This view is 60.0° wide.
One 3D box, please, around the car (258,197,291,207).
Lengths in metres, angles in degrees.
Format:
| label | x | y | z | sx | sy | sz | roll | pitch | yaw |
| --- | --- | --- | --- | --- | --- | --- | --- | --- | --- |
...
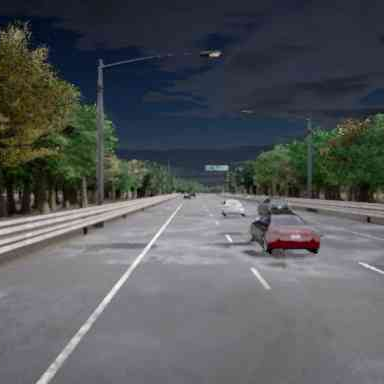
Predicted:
| label | x | y | z | sx | sy | sz | roll | pitch | yaw |
| --- | --- | --- | --- | --- | --- | --- | --- | --- | --- |
| car | 7.103 | 1.252 | 29.002 | 2.097 | 1.767 | 4.553 | 0 | 0 | 0 |

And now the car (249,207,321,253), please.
| label | x | y | z | sx | sy | sz | roll | pitch | yaw |
| --- | --- | --- | --- | --- | --- | --- | --- | --- | --- |
| car | 3.603 | 1.517 | 13.548 | 1.994 | 1.385 | 4.181 | 0 | 0 | 0 |

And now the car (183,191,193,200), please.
| label | x | y | z | sx | sy | sz | roll | pitch | yaw |
| --- | --- | --- | --- | --- | --- | --- | --- | --- | --- |
| car | -1.217 | 1.211 | 85.543 | 1.882 | 1.535 | 5.008 | 0 | 0 | 0 |

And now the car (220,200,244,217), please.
| label | x | y | z | sx | sy | sz | roll | pitch | yaw |
| --- | --- | --- | --- | --- | --- | --- | --- | --- | --- |
| car | 3.604 | 1.421 | 30.296 | 1.812 | 1.442 | 4.674 | 0 | 0 | 0 |
